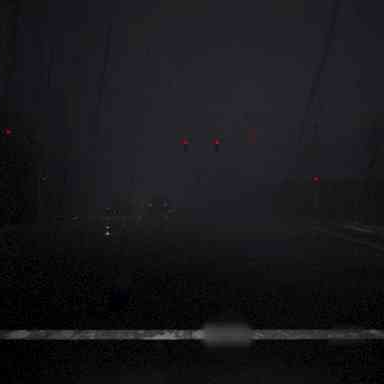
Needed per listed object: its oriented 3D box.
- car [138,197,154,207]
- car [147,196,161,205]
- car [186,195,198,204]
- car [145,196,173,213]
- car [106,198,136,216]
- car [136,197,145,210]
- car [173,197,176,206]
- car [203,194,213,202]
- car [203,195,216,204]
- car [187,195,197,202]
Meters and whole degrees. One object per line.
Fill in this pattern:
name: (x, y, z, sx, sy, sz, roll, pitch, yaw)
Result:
car: (-7.076, 1.505, 51.677, 1.837, 1.490, 4.892, 0, 0, 0)
car: (-7.046, 1.492, 62.085, 2.128, 1.511, 4.902, 0, 0, 0)
car: (0.018, 1.505, 63.773, 1.837, 1.490, 4.892, 0, 0, 0)
car: (-3.578, 1.352, 36.992, 2.097, 1.767, 4.553, 0, 0, 0)
car: (-7.085, 1.526, 32.897, 1.812, 1.442, 4.674, 0, 0, 0)
car: (-7.082, 1.478, 42.191, 1.882, 1.535, 5.008, 0, 0, 0)
car: (-3.581, 1.564, 45.562, 1.994, 1.385, 4.181, 0, 0, 0)
car: (3.523, 1.355, 74.460, 2.097, 1.767, 4.553, 0, 0, 0)
car: (3.623, 1.547, 64.238, 2.033, 1.411, 5.357, 0, 0, 0)
car: (0.021, 1.413, 73.882, 1.994, 1.385, 4.181, 0, 0, 0)
